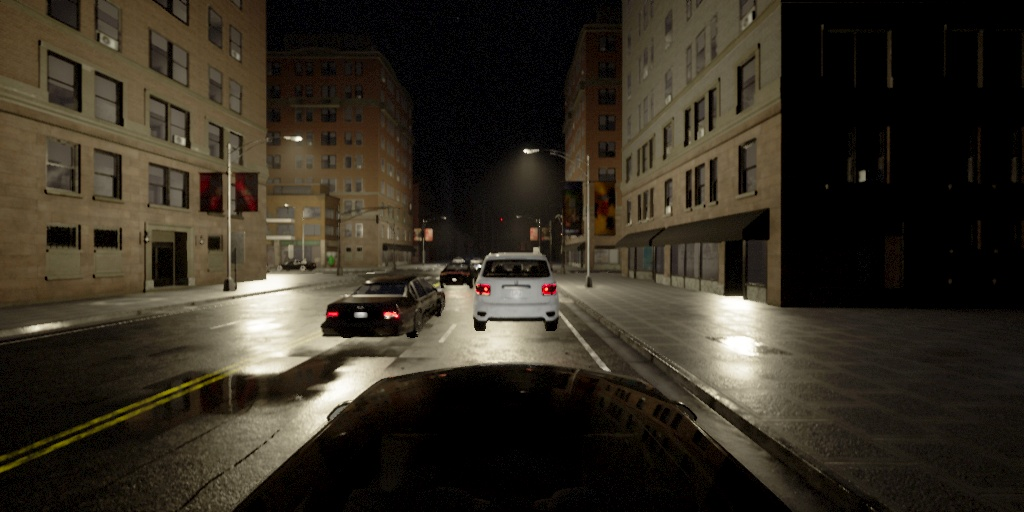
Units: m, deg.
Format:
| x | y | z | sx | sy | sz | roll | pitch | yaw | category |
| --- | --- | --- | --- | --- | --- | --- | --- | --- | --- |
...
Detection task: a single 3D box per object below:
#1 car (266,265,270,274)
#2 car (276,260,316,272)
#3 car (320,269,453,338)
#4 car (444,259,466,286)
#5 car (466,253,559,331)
| x | y | z | sx | sy | sz | roll | pitch | yaw | category |
| --- | --- | --- | --- | --- | --- | --- | --- | --- | --- |
| -25.419 | 1.004 | 34.196 | 4.097 | 1.591 | 1.967 | 0 | 0 | 0 | car |
| -25.379 | 1.120 | 42.220 | 4.313 | 1.339 | 1.948 | 0 | 0 | 0 | car |
| -3.148 | 1.255 | 9.922 | 2.033 | 1.411 | 5.357 | 0 | 0 | -1 | car |
| -3.152 | 1.123 | 22.098 | 1.882 | 1.535 | 5.008 | 0 | 0 | 0 | car |
| 0.098 | 0.925 | 10.880 | 2.150 | 2.045 | 5.566 | 0 | 0 | 0 | car |
